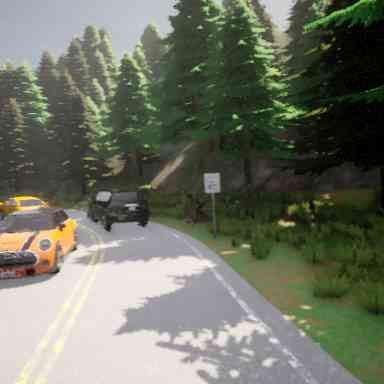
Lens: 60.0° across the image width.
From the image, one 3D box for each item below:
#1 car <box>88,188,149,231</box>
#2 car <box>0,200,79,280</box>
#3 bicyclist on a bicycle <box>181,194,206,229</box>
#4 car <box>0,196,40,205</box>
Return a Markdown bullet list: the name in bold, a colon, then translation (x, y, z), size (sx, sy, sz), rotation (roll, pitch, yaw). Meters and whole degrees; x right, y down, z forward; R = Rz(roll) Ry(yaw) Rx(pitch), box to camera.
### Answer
- **car**: translation (-4.143, 0.808, 18.326), size (2.150, 2.045, 5.566), rotation (-2, 3, -28)
- **car**: translation (-4.924, 1.352, 10.303), size (2.097, 1.767, 4.553), rotation (-3, 2, -11)
- **bicyclist on a bicycle**: translation (0.174, 0.844, 15.565), size (1.656, 1.620, 0.582), rotation (-14, 9, -19)
- **car**: translation (-10.027, 1.064, 20.205), size (5.008, 1.535, 1.882), rotation (3, 4, 43)
